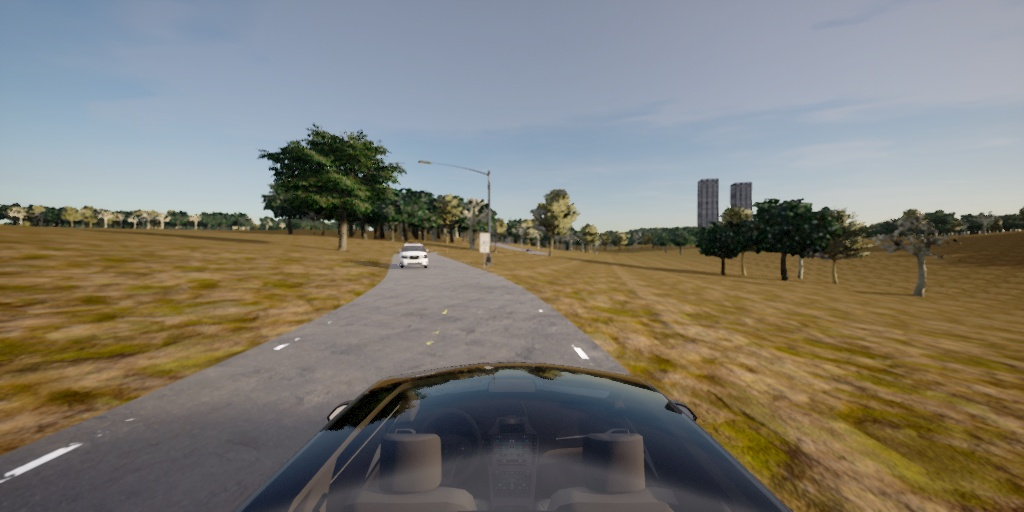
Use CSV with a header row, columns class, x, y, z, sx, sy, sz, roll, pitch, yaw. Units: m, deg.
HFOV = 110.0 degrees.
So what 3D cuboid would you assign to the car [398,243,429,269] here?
class,x,y,z,sx,sy,sz,roll,pitch,yaw
car,-8.356,-0.033,30.355,2.150,2.045,5.566,-1,2,-17
